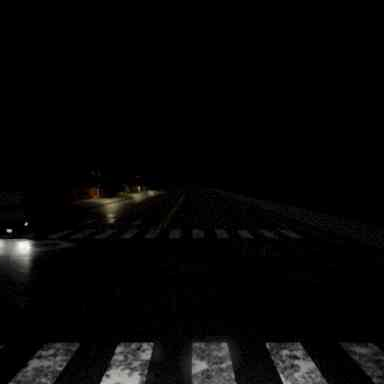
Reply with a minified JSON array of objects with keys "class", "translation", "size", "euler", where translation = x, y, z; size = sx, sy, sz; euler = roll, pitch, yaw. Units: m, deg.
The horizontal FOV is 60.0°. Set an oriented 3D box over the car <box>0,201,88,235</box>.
[{"class":"car","translation":[-7.026,1.136,16.209],"size":[2.033,1.411,5.357],"euler":[0,2,10]}]
